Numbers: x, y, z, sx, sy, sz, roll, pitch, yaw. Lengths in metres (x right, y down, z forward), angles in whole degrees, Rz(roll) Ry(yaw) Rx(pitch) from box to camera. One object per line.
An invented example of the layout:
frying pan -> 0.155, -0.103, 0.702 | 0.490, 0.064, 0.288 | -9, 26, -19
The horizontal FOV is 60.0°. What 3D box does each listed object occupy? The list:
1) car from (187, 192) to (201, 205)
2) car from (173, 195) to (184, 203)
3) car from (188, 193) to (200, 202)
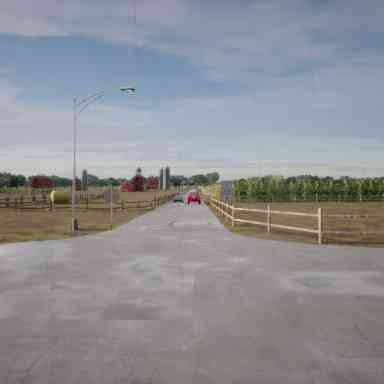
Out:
car -> 0.340, 0.961, 54.097 | 2.150, 2.045, 5.566 | 0, 0, 0
car -> -2.377, 1.255, 59.500 | 2.033, 1.411, 5.357 | 0, 0, 0
car -> 0.405, 1.047, 64.458 | 2.097, 1.767, 4.553 | 0, 0, 0
